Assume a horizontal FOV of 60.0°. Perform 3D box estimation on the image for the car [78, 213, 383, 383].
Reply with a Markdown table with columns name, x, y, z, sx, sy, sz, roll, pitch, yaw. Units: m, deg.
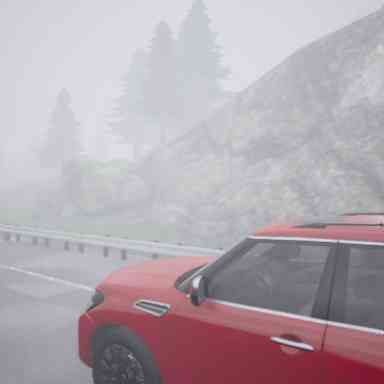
| name | x | y | z | sx | sy | sz | roll | pitch | yaw |
| --- | --- | --- | --- | --- | --- | --- | --- | --- | --- |
| car | 1.358 | 1.221 | 3.016 | 5.566 | 2.045 | 2.150 | 0 | 0 | 36 |
